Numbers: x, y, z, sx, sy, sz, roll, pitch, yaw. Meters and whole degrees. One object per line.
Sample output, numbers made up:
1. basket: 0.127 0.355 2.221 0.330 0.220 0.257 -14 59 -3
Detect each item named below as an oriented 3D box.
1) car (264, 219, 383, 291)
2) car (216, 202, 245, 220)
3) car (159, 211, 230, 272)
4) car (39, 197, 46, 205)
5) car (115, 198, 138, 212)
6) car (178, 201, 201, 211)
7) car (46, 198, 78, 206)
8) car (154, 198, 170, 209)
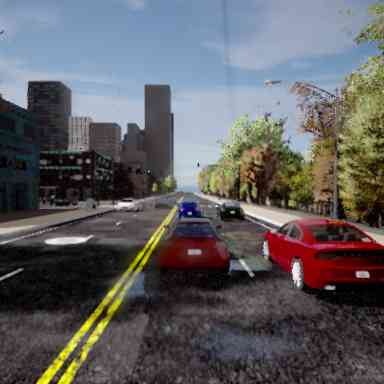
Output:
1. car: 3.300 1.452 8.966 1.882 1.535 5.008 0 0 -1
2. car: 3.052 1.489 27.222 1.994 1.385 4.181 0 0 -1
3. car: 0.045 1.534 10.689 1.994 1.385 4.181 0 0 -1
4. car: -29.165 1.651 62.248 4.403 1.369 2.008 -1 1 -1
5. car: -7.029 1.427 36.567 1.812 1.442 4.674 0 0 -1
6. car: -0.204 1.450 27.670 1.812 1.442 4.674 0 0 -1
7. car: -20.693 1.675 53.875 4.313 1.339 1.947 -1 1 -1
8. car: -3.838 1.430 43.713 2.033 1.411 5.357 0 0 -1
